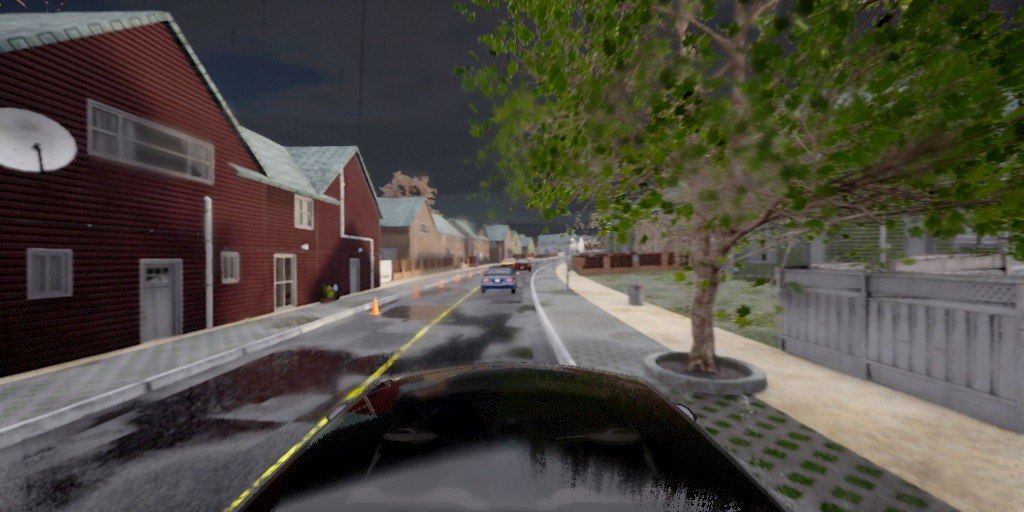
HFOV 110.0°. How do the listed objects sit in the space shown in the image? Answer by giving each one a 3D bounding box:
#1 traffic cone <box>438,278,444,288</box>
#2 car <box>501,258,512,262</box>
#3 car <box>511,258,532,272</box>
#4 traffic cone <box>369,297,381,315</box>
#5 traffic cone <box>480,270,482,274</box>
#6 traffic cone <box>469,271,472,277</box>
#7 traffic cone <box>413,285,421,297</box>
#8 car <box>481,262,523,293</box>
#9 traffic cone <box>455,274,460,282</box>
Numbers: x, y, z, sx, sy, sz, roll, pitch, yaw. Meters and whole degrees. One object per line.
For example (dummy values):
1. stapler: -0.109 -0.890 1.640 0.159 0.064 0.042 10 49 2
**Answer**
1. traffic cone: -4.496 1.707 22.704 0.340 0.580 0.340 0 0 3
2. car: -0.300 1.033 44.770 1.882 1.535 5.008 -1 0 6
3. car: 1.283 1.037 41.389 1.882 1.535 5.008 0 1 4
4. traffic cone: -4.800 1.743 12.605 0.340 0.580 0.340 0 0 1
5. traffic cone: -3.256 1.610 37.805 0.340 0.580 0.340 0 0 6
6. traffic cone: -3.774 1.651 32.781 0.340 0.580 0.340 0 0 5
7. traffic cone: -4.700 1.726 17.658 0.340 0.580 0.340 0 0 2
8. car: -0.620 1.257 20.312 2.033 1.411 5.357 -1 0 2
9. traffic cone: -4.187 1.683 27.746 0.340 0.580 0.340 0 0 4
